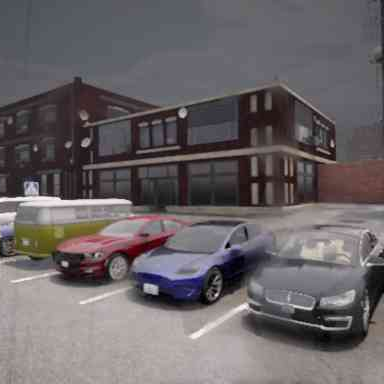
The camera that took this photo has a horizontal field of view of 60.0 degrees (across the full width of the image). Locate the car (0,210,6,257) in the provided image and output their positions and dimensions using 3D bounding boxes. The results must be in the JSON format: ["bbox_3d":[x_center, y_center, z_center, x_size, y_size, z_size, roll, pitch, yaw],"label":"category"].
[{"bbox_3d":[-6.132,1.541,13.336,2.002,1.452,4.674,0,0,36],"label":"car"}]

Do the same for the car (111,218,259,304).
[{"bbox_3d":[0.578,1.507,8.507,2.163,1.488,4.792,0,0,36],"label":"car"}]

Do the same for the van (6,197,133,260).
[{"bbox_3d":[-3.726,1.263,11.757,1.878,1.987,4.442,0,0,36],"label":"van"}]

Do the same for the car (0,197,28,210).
[{"bbox_3d":[-8.397,1.265,14.914,2.435,2.045,5.566,-1,0,36],"label":"car"}]

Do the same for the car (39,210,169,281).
[{"bbox_3d":[-1.644,1.482,10.137,2.097,1.535,5.008,0,0,36],"label":"car"}]

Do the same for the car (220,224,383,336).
[{"bbox_3d":[2.842,1.478,6.935,2.231,1.521,4.892,0,0,36],"label":"car"}]
